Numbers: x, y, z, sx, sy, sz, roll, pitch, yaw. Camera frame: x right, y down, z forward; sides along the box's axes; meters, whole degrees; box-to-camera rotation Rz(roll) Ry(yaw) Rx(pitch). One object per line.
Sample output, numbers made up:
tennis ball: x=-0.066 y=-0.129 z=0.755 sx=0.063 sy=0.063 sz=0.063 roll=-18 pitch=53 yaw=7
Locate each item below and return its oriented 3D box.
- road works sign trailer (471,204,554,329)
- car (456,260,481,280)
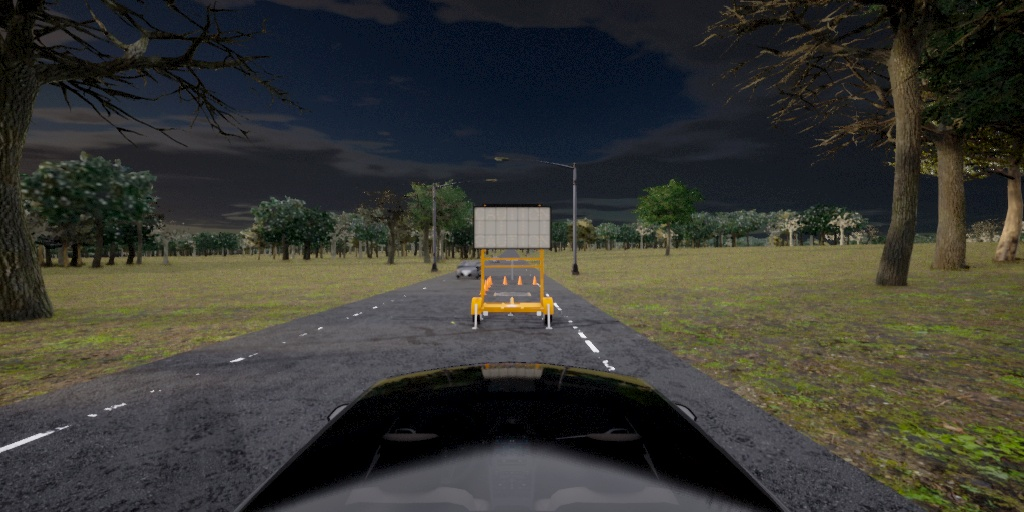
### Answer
road works sign trailer: x=0.011 y=0.197 z=11.145 sx=2.380 sy=3.560 sz=2.880 roll=0 pitch=0 yaw=0
car: x=-3.566 y=1.134 z=30.367 sx=2.128 sy=1.511 sz=4.902 roll=0 pitch=0 yaw=0
